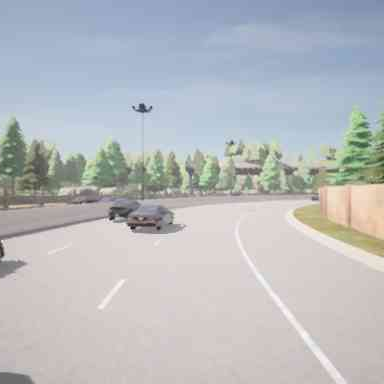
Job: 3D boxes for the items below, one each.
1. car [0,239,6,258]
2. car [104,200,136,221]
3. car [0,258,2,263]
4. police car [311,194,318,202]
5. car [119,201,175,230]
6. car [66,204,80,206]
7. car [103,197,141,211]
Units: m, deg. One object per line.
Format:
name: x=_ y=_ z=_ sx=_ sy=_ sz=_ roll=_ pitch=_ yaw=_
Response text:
car: x=-6.808 y=1.532 z=8.627 sx=1.994 sy=1.385 sz=4.181 roll=0 pitch=0 yaw=2
car: x=-4.897 y=1.408 z=26.121 sx=1.837 sy=1.490 sz=4.892 roll=0 pitch=0 yaw=11
car: x=-3.398 y=1.556 z=2.089 sx=1.994 sy=1.385 sz=4.181 roll=0 pitch=0 yaw=0
police car: x=26.717 y=1.171 z=69.409 sx=1.930 sy=1.638 sz=5.238 roll=0 pitch=0 yaw=45
car: x=-2.395 y=1.472 z=20.370 sx=2.033 sy=1.411 sz=5.357 roll=0 pitch=0 yaw=8
car: x=-14.571 y=1.314 z=44.127 sx=1.882 sy=1.535 sz=5.008 roll=0 pitch=0 yaw=20
car: x=-8.445 y=1.397 z=40.614 sx=2.033 sy=1.411 sz=5.357 roll=0 pitch=0 yaw=19
